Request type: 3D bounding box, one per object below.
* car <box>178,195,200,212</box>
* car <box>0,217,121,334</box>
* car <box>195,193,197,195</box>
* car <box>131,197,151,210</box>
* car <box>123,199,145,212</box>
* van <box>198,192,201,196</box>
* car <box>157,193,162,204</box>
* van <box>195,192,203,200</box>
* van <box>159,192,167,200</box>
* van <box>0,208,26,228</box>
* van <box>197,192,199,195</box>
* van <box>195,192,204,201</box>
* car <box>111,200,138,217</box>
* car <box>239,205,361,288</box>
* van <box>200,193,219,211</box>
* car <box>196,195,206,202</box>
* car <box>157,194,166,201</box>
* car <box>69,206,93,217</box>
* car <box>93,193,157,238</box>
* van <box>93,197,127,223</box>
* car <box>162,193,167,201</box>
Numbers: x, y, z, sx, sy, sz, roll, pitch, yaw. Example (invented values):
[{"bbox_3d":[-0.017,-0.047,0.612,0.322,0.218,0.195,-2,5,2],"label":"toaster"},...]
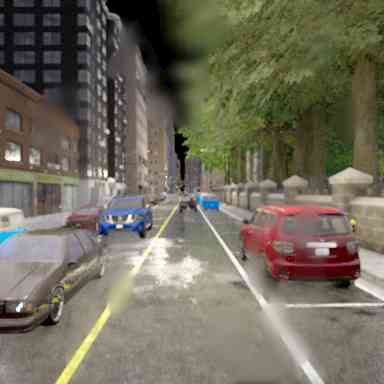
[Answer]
[{"bbox_3d":[-0.428,1.362,36.257,1.837,1.490,4.892,-1,0,-1],"label":"car"},{"bbox_3d":[-3.192,1.550,7.289,2.033,1.411,5.357,-1,0,-1],"label":"car"},{"bbox_3d":[-0.628,1.303,49.516,1.837,1.490,4.892,-1,1,-1],"label":"car"},{"bbox_3d":[-6.482,1.427,42.786,1.887,1.381,4.507,0,0,-1],"label":"car"},{"bbox_3d":[-6.397,1.489,37.127,1.802,1.307,4.206,0,0,-1],"label":"car"},{"bbox_3d":[2.041,1.147,42.939,1.690,1.788,3.998,0,0,-1],"label":"van"},{"bbox_3d":[-6.652,1.142,54.105,2.192,1.841,5.009,0,0,-1],"label":"car"},{"bbox_3d":[1.531,0.967,76.881,1.690,1.788,3.998,0,0,-1],"label":"van"},{"bbox_3d":[-7.078,1.009,82.403,1.690,1.788,3.998,0,0,-1],"label":"van"},{"bbox_3d":[-5.973,1.362,8.827,1.690,1.788,3.998,0,0,-1],"label":"van"},{"bbox_3d":[1.955,1.120,48.596,1.690,1.788,3.998,0,0,-1],"label":"van"},{"bbox_3d":[1.616,1.000,71.224,1.690,1.788,3.998,0,0,-1],"label":"van"},{"bbox_3d":[-6.311,1.514,31.467,1.802,1.307,4.206,0,0,-1],"label":"car"},{"bbox_3d":[2.549,1.260,8.995,2.192,1.841,5.009,0,0,-1],"label":"car"},{"bbox_3d":[2.125,1.172,37.281,1.690,1.788,3.998,0,0,-1],"label":"van"},{"bbox_3d":[1.702,1.236,65.568,1.887,1.381,4.507,0,0,-1],"label":"car"},{"bbox_3d":[-6.992,1.247,76.745,1.887,1.381,4.507,0,0,-1],"label":"car"},{"bbox_3d":[-6.142,1.523,20.147,1.887,1.381,4.507,0,0,-1],"label":"car"},{"bbox_3d":[-3.345,1.185,17.787,2.150,2.045,5.566,-1,0,-1],"label":"car"},{"bbox_3d":[-6.228,1.297,25.806,1.690,1.788,3.998,0,0,-1],"label":"van"},{"bbox_3d":[-6.906,1.301,71.086,1.947,1.339,4.313,0,0,-1],"label":"car"}]
